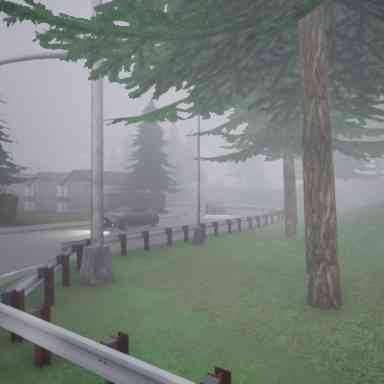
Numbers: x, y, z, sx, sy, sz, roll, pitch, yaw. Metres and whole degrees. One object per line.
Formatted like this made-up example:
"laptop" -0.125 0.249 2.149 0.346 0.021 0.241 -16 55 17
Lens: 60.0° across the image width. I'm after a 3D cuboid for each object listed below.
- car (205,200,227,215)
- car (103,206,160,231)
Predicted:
"car" 2.343 1.544 33.509 1.994 1.385 4.181 0 0 -1
"car" -3.929 1.545 20.745 1.994 1.385 4.181 0 0 35
